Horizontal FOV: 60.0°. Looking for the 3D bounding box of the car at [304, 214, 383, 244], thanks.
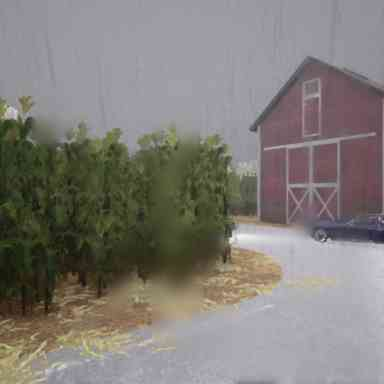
[{"bbox_3d":[7.404,1.597,14.409,4.718,1.301,1.895,0,0,34],"label":"car"}]
